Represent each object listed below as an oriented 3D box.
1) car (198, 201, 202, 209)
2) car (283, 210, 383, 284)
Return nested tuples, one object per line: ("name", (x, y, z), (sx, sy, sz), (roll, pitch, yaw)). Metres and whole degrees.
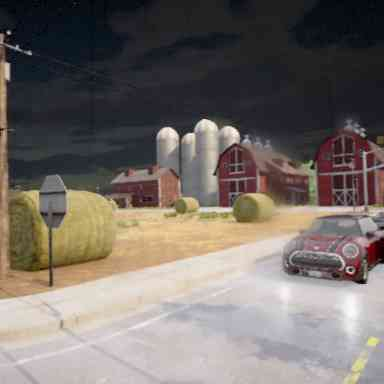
("car", (0.518, 3.085, 78.625), (3.866, 1.878, 1.905), (-3, 4, -5))
("car", (4.550, 1.515, 10.320), (2.097, 1.767, 4.553), (-3, -2, 39))
